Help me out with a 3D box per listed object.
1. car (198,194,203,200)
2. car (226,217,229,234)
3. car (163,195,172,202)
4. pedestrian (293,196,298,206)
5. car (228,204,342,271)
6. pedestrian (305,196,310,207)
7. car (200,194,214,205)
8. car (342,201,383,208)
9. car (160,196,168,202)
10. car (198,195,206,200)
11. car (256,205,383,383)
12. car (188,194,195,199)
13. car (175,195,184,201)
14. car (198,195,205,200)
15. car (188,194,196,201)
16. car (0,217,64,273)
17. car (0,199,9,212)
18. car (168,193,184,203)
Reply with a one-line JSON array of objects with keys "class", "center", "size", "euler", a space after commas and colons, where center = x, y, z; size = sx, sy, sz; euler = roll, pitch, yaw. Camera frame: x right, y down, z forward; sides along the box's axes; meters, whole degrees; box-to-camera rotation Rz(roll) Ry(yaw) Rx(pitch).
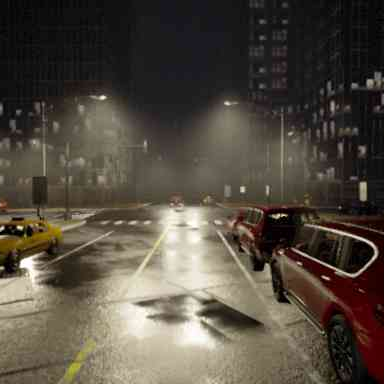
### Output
[{"class": "car", "center": [2.705, 1.269, 71.102], "size": [2.192, 1.841, 5.009], "euler": [-1, 0, 0]}, {"class": "car", "center": [2.677, 1.577, 16.483], "size": [1.802, 1.307, 4.206], "euler": [-1, 0, 0]}, {"class": "car", "center": [-5.677, 1.512, 77.325], "size": [1.947, 1.339, 4.313], "euler": [-1, 0, 0]}, {"class": "pedestrian", "center": [7.133, 1.145, 23.031], "size": [0.375, 1.860, 0.375], "euler": [-1, 1, 0]}, {"class": "car", "center": [2.671, 1.312, 10.858], "size": [2.192, 1.841, 5.009], "euler": [-1, 0, 0]}, {"class": "pedestrian", "center": [8.133, 1.168, 23.632], "size": [0.375, 1.860, 0.375], "euler": [-1, 1, 0]}, {"class": "car", "center": [2.801, 1.496, 56.021], "size": [1.752, 1.417, 4.829], "euler": [-1, 0, 0]}, {"class": "car", "center": [16.124, 1.537, 31.761], "size": [4.313, 1.339, 1.947], "euler": [0, 1, -5]}, {"class": "car", "center": [-5.847, 1.520, 71.651], "size": [1.947, 1.339, 4.313], "euler": [-1, 0, 0]}, {"class": "car", "center": [2.669, 1.496, 88.612], "size": [1.947, 1.339, 4.313], "euler": [-1, 0, 0]}, {"class": "car", "center": [2.672, 1.314, 5.232], "size": [2.192, 1.841, 5.009], "euler": [-1, 0, 0]}, {"class": "car", "center": [-0.009, 1.236, 91.919], "size": [1.882, 1.535, 5.008], "euler": [0, 0, 0]}, {"class": "car", "center": [-3.008, 1.415, 81.795], "size": [1.882, 1.535, 5.008], "euler": [0, 0, 0]}, {"class": "car", "center": [2.669, 1.473, 94.286], "size": [2.008, 1.369, 4.403], "euler": [-1, 0, 0]}, {"class": "car", "center": [-0.008, 1.527, 81.945], "size": [1.895, 1.301, 4.718], "euler": [0, 0, 0]}, {"class": "car", "center": [-5.705, 1.523, 10.687], "size": [1.752, 1.417, 4.829], "euler": [-1, 0, 0]}, {"class": "car", "center": [-22.577, 1.460, 36.604], "size": [4.097, 1.590, 1.967], "euler": [0, 1, -5]}, {"class": "car", "center": [-3.014, 1.181, 66.118], "size": [2.150, 2.045, 5.566], "euler": [0, 0, 0]}]
